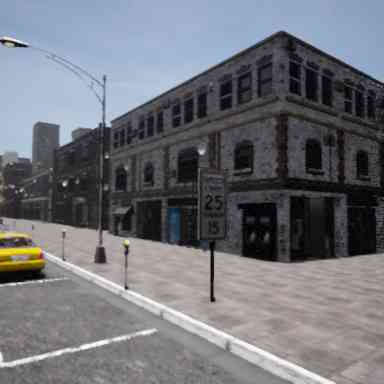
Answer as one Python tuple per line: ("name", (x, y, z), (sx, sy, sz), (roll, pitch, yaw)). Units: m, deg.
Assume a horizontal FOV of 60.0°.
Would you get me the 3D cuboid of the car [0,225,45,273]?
("car", (-6.600, 2.053, 11.947), (1.752, 1.417, 4.829), (4, -4, -37))
